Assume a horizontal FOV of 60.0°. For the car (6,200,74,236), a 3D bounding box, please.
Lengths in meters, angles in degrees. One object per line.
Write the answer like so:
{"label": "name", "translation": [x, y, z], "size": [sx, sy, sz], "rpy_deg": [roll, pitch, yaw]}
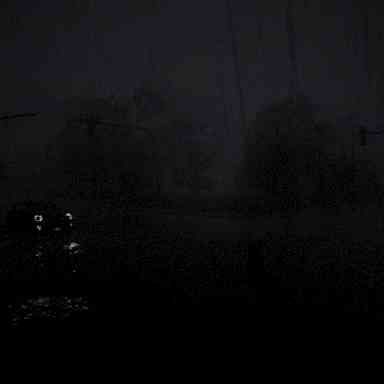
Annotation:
{"label": "car", "translation": [-8.290, 1.261, 18.031], "size": [4.553, 1.767, 2.097], "rpy_deg": [0, 1, 43]}
